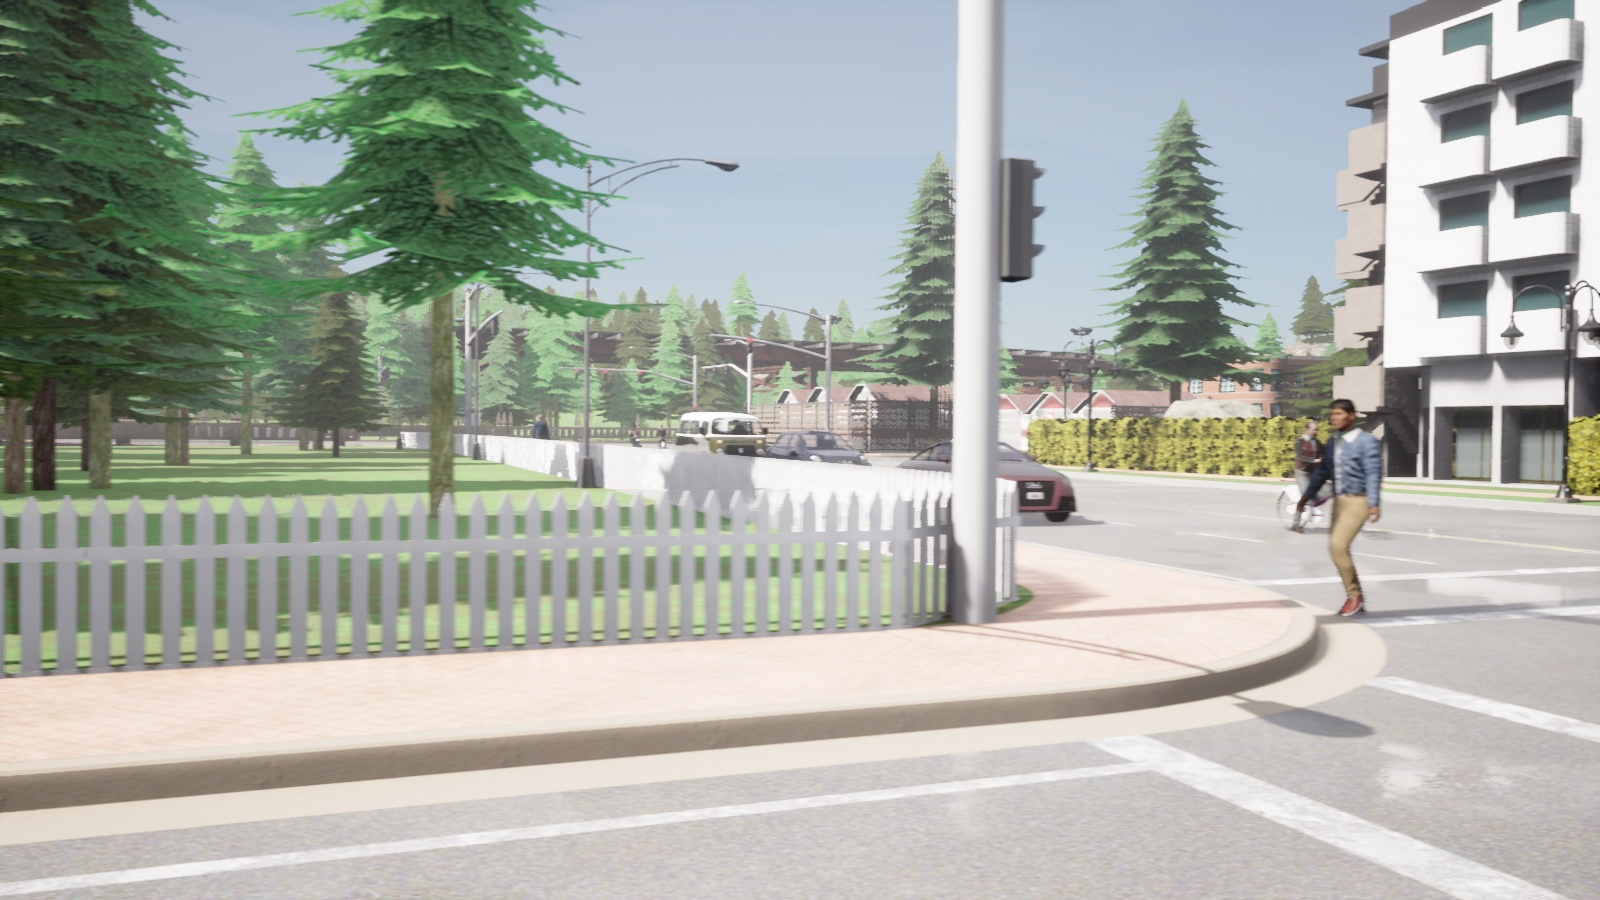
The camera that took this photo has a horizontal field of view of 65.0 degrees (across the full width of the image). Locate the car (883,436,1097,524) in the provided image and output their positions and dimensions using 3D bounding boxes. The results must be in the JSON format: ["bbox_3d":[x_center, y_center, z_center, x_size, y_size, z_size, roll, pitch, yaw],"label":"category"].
[{"bbox_3d":[3.266,0.458,22.469,1.994,1.385,4.181,-1,1,-20],"label":"car"}]

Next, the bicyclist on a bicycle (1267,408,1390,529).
[{"bbox_3d":[8.128,0.262,19.399,0.659,1.776,1.843,-1,1,-20],"label":"bicyclist on a bicycle"}]

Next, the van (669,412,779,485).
[{"bbox_3d":[-2.340,-0.072,37.637,2.069,2.038,4.480,-1,1,-20],"label":"van"}]

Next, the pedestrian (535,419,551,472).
[{"bbox_3d":[-9.051,-0.173,44.233,0.402,1.842,0.726,-1,1,-20],"label":"pedestrian"}]

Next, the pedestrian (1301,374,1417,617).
[{"bbox_3d":[4.622,0.355,10.392,0.788,1.949,0.423,-1,1,-18],"label":"pedestrian"}]

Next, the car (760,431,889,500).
[{"bbox_3d":[0.514,0.315,29.919,1.845,1.501,3.633,-1,1,-20],"label":"car"}]
